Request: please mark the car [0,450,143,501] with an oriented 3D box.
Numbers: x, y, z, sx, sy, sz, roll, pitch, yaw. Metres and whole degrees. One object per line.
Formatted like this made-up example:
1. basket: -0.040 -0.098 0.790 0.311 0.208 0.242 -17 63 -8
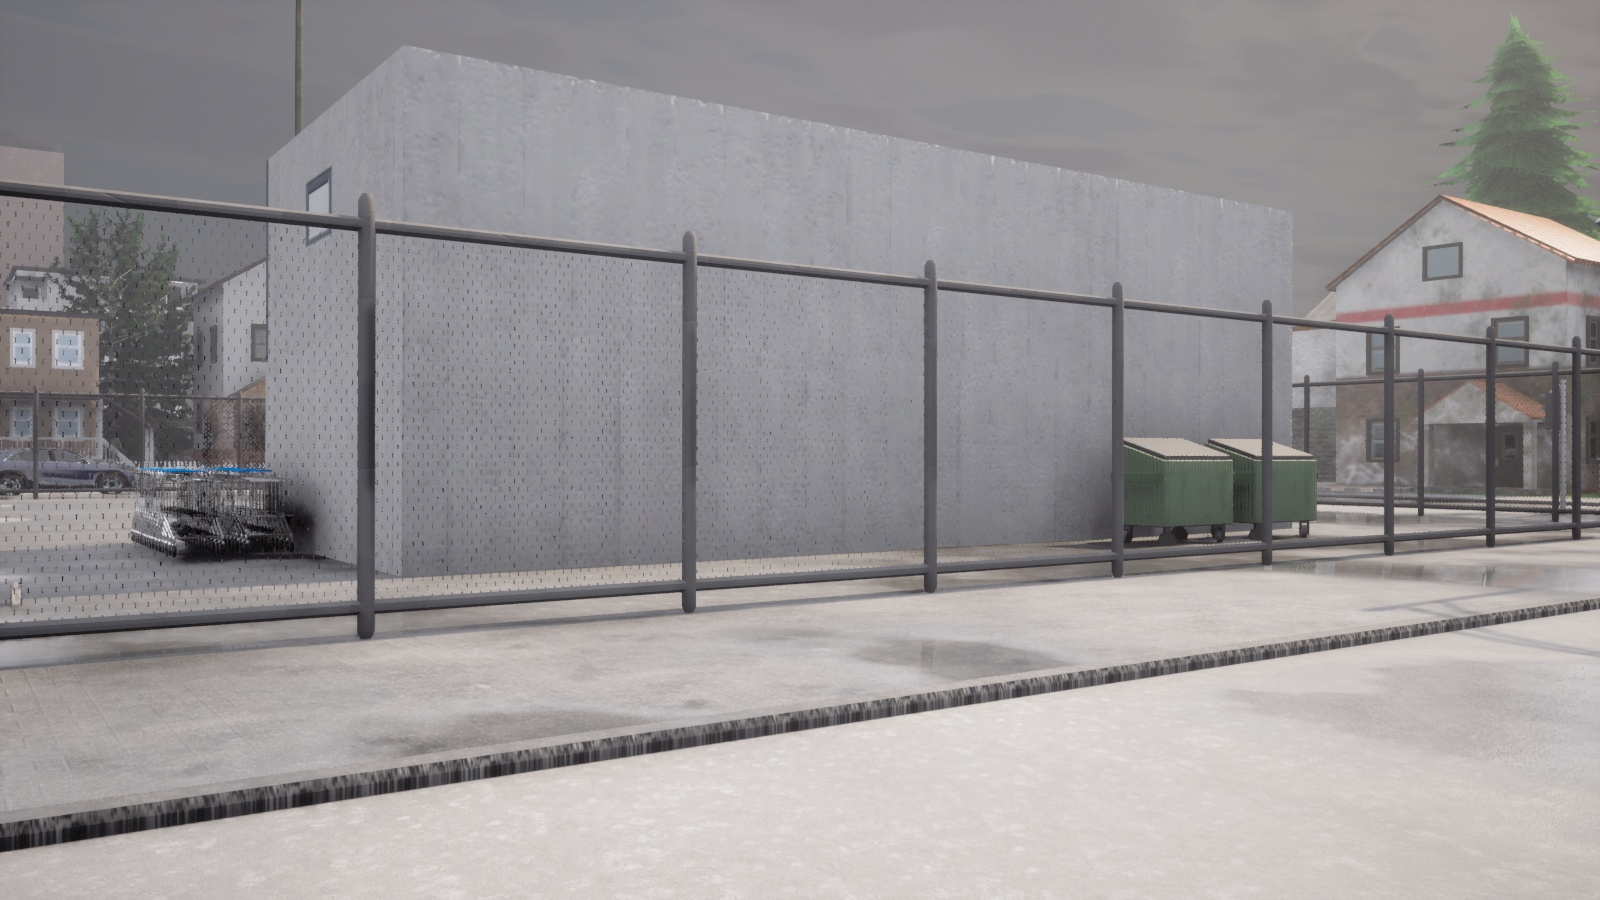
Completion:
1. car: -24.908 0.831 42.177 4.856 1.649 2.033 0 0 -34
